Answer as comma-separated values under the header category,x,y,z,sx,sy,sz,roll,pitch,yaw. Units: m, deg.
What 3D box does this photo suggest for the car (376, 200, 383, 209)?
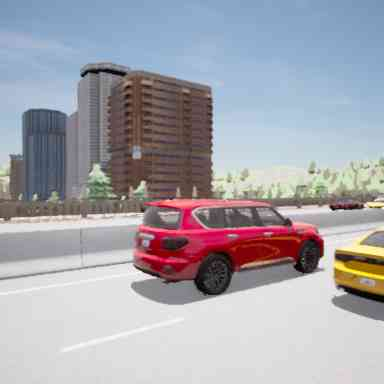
category,x,y,z,sx,sy,sz,roll,pitch,yaw
car,19.353,1.584,30.709,4.718,1.301,1.895,0,0,-36

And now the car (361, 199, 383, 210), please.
category,x,y,z,sx,sy,sz,roll,pitch,yaw
car,20.901,1.458,36.203,5.008,1.535,1.882,0,0,-37

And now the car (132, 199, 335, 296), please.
category,x,y,z,sx,sy,sz,roll,pitch,yaw
car,1.163,1.219,8.873,5.566,2.045,2.150,0,0,-35

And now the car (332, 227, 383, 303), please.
category,x,y,z,sx,sy,sz,roll,pitch,yaw
car,5.194,1.473,7.449,5.008,1.535,1.882,0,0,-35

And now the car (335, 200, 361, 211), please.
category,x,y,z,sx,sy,sz,roll,pitch,yaw
car,17.762,1.582,38.199,4.718,1.301,1.895,0,0,-36
